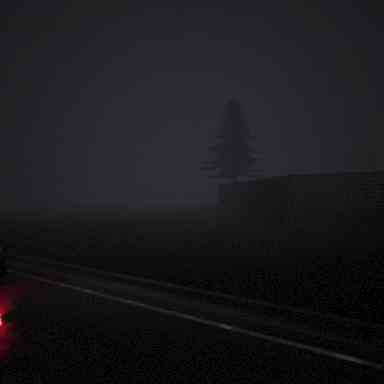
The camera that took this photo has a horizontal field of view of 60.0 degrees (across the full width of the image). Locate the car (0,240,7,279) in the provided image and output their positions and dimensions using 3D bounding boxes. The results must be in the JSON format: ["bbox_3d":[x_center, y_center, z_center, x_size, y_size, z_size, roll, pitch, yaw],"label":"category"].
[{"bbox_3d":[-7.058,1.469,9.028,4.553,1.767,2.097,-1,0,36],"label":"car"}]
